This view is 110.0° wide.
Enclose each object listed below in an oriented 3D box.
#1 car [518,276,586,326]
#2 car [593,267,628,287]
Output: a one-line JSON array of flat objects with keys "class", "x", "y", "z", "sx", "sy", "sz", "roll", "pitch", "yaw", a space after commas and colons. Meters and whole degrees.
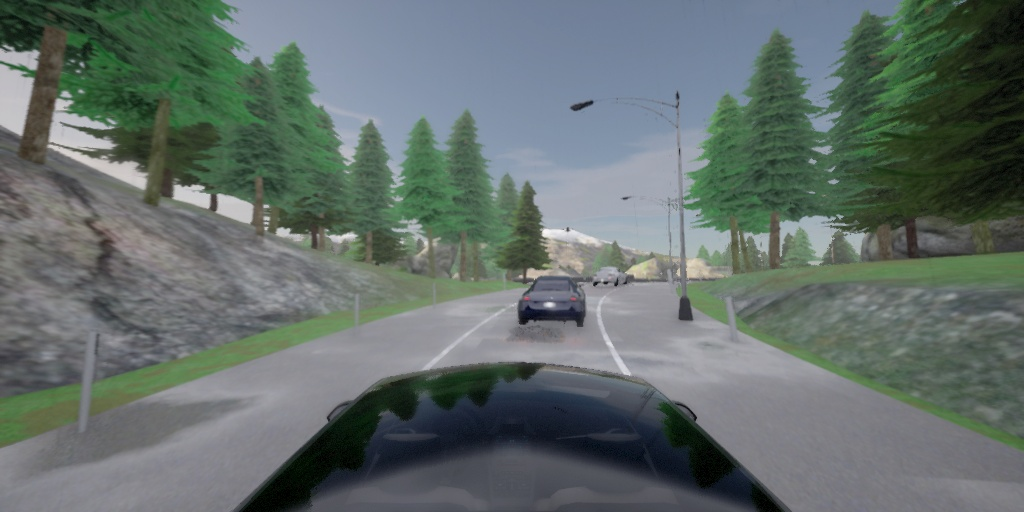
[{"class": "car", "x": 1.439, "y": 1.337, "z": 11.929, "sx": 1.994, "sy": 1.385, "sz": 4.181, "roll": -1, "pitch": 0, "yaw": 11}, {"class": "car", "x": 7.749, "y": 1.609, "z": 28.174, "sx": 1.812, "sy": 1.442, "sz": 4.674, "roll": -3, "pitch": -3, "yaw": 30}]
